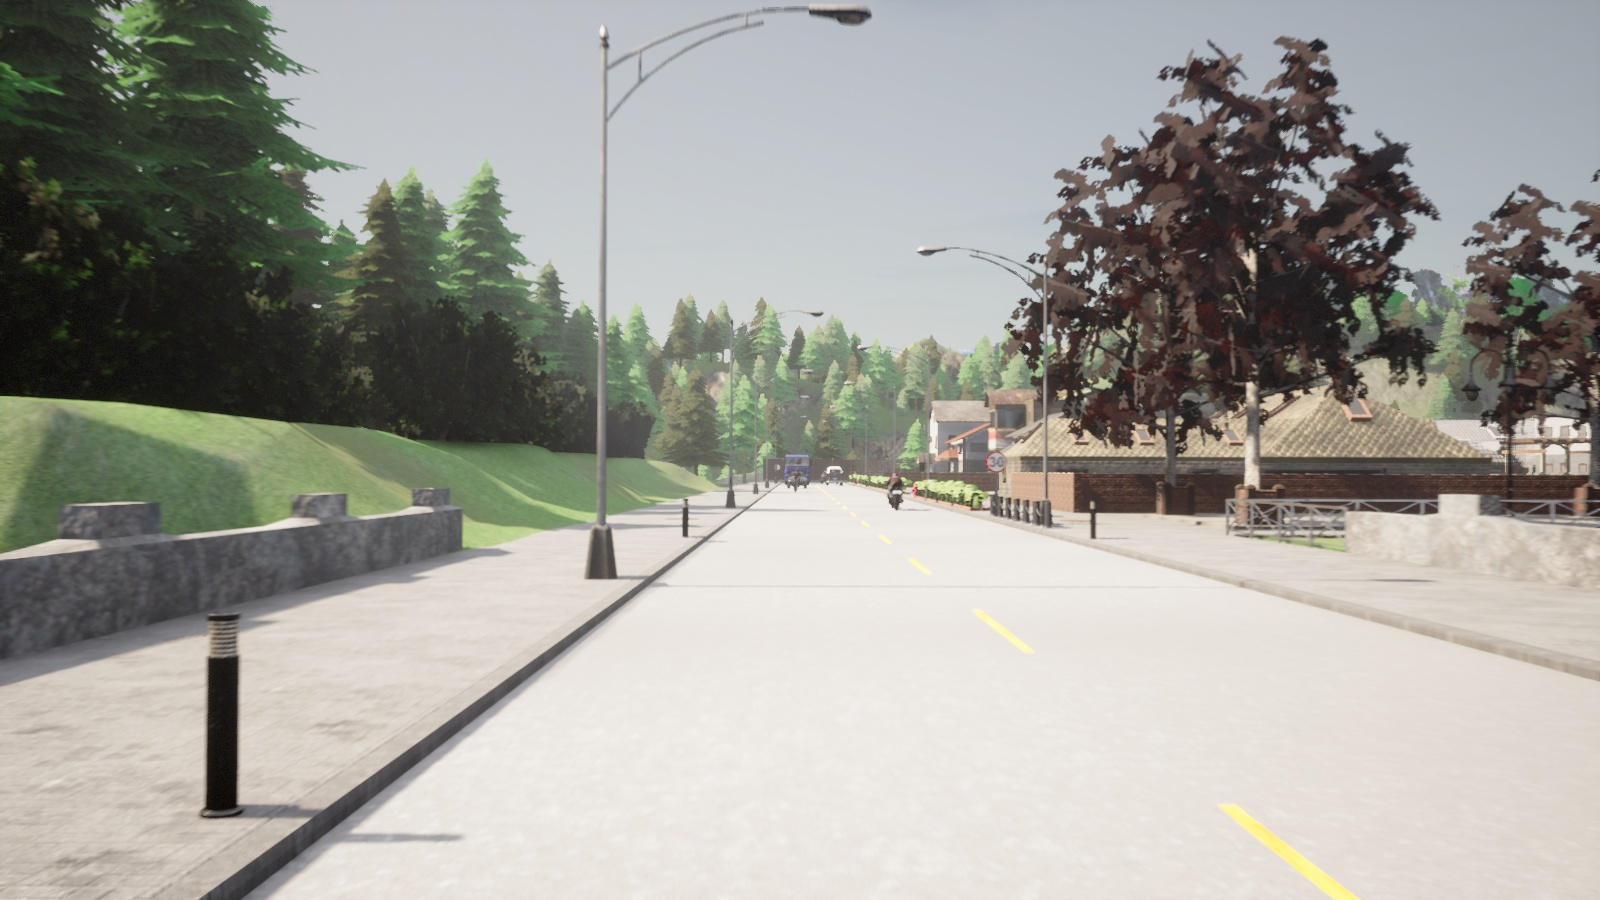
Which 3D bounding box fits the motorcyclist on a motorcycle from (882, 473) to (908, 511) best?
[{"bbox_3d":[3.875,1.692,51.446,0.866,1.530,2.191,0,-1,0],"label":"motorcyclist on a motorcycle"}]
